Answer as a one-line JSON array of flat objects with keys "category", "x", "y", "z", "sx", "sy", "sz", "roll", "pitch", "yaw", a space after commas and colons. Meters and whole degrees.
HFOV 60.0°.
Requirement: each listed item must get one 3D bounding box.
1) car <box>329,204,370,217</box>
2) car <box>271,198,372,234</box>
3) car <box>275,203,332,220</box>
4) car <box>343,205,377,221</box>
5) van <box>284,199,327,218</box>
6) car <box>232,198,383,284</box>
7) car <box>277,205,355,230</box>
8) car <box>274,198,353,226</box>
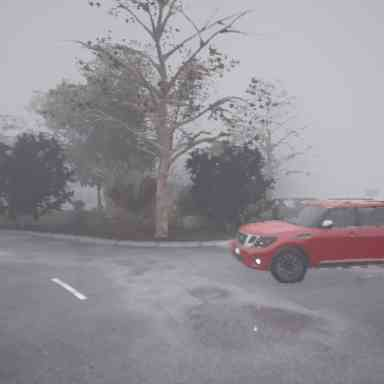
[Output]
[{"category": "car", "x": 19.761, "y": 2.315, "z": 42.063, "sx": 2.128, "sy": 1.511, "sz": 4.902, "roll": 1, "pitch": -2, "yaw": -12}, {"category": "car", "x": 7.813, "y": 1.395, "z": 20.762, "sx": 5.566, "sy": 2.045, "sz": 2.435, "roll": 0, "pitch": -1, "yaw": 16}, {"category": "car", "x": 11.366, "y": 1.963, "z": 34.131, "sx": 5.366, "sy": 1.575, "sz": 1.946, "roll": 0, "pitch": -2, "yaw": 16}, {"category": "car", "x": 16.484, "y": 2.039, "z": 32.902, "sx": 2.033, "sy": 1.411, "sz": 5.357, "roll": 0, "pitch": -2, "yaw": 16}, {"category": "van", "x": 12.421, "y": 1.826, "z": 36.742, "sx": 4.442, "sy": 1.987, "sz": 1.878, "roll": 0, "pitch": -2, "yaw": 16}, {"category": "car", "x": 3.979, "y": 1.236, "z": 9.408, "sx": 5.566, "sy": 2.045, "sz": 2.150, "roll": 0, "pitch": 1, "yaw": -9}, {"category": "car", "x": 8.509, "y": 1.695, "z": 23.334, "sx": 4.892, "sy": 1.521, "sz": 2.231, "roll": 0, "pitch": -1, "yaw": 16}, {"category": "car", "x": 9.283, "y": 1.497, "z": 26.022, "sx": 5.566, "sy": 2.045, "sz": 2.435, "roll": 0, "pitch": -1, "yaw": 16}]
